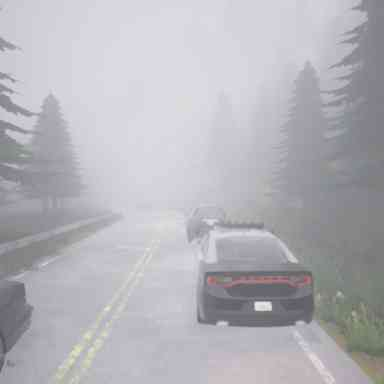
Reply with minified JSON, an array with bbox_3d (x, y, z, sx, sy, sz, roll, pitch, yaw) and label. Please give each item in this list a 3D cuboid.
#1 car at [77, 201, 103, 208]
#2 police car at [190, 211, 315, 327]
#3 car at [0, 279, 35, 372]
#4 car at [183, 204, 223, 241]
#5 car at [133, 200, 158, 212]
[{"bbox_3d":[-16.932,2.238,55.003,4.902,1.511,2.128,-3,2,28],"label":"car"},{"bbox_3d":[1.012,1.467,7.407,1.930,1.638,5.238,0,0,0],"label":"police car"},{"bbox_3d":[-3.208,1.571,2.483,2.033,1.411,5.357,0,0,0],"label":"car"},{"bbox_3d":[0.753,1.452,17.382,2.097,1.767,4.553,0,0,-2],"label":"car"},{"bbox_3d":[-6.446,1.835,45.608,1.837,1.490,4.892,-3,1,-35],"label":"car"}]
